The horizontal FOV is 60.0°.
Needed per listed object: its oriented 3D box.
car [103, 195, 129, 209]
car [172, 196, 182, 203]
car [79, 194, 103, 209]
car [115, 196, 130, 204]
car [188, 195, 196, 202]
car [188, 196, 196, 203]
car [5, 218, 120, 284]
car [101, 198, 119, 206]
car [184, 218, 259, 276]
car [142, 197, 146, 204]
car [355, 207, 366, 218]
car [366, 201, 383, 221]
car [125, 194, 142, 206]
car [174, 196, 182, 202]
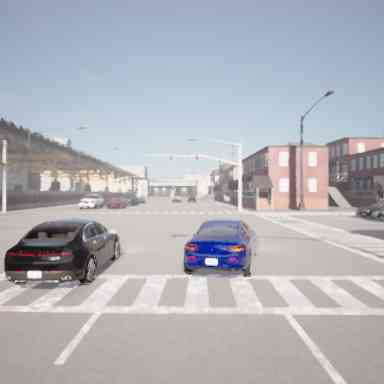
[{"bbox_3d":[-10.592,1.582,46.845,1.882,1.535,5.008,0,0,0],"label":"car"},{"bbox_3d":[-3.508,1.761,74.390,1.895,1.301,4.718,0,0,0],"label":"car"},{"bbox_3d":[-14.093,1.326,46.967,2.150,2.045,5.566,0,0,0],"label":"car"},{"bbox_3d":[-14.007,1.661,67.293,2.128,1.511,4.902,0,0,0],"label":"car"},{"bbox_3d":[-0.009,1.667,84.546,1.882,1.535,5.008,0,0,0],"label":"car"},{"bbox_3d":[-0.008,1.666,74.247,1.837,1.490,4.892,0,0,0],"label":"car"},{"bbox_3d":[-3.407,1.528,9.627,1.837,1.490,4.892,0,0,0],"label":"car"},{"bbox_3d":[-14.032,1.691,56.981,1.994,1.385,4.181,0,0,0],"label":"car"},{"bbox_3d":[1.048,1.549,10.439,1.812,1.442,4.674,0,0,14],"label":"car"},{"bbox_3d":[-10.507,1.696,67.420,2.033,1.411,5.357,0,0,0],"label":"car"},{"bbox_3d":[17.017,1.571,29.352,4.892,1.490,1.837,0,0,0],"label":"car"},{"bbox_3d":[16.719,1.550,25.844,4.902,1.511,2.128,0,0,0],"label":"car"},{"bbox_3d":[-10.537,1.348,56.729,2.150,2.045,5.566,0,0,0],"label":"car"},{"bbox_3d":[-3.509,1.713,84.486,1.812,1.442,4.674,0,0,0],"label":"car"}]
